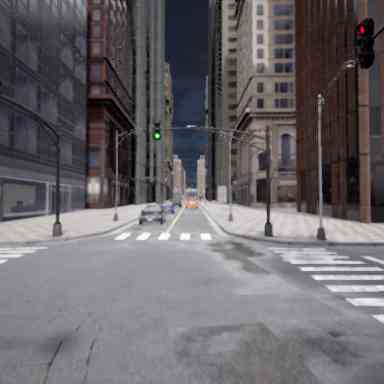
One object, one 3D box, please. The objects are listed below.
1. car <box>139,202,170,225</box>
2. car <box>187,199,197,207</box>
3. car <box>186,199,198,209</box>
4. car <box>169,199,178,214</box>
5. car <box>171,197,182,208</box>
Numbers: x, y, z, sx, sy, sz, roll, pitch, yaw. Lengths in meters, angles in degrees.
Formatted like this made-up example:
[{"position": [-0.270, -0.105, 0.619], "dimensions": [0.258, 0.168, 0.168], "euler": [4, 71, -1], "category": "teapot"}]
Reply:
[{"position": [-3.093, 1.797, 26.830], "dimensions": [1.812, 1.442, 4.674], "euler": [0, 0, 0], "category": "car"}, {"position": [0.003, 2.185, 66.671], "dimensions": [1.882, 1.535, 5.008], "euler": [0, -1, 0], "category": "car"}, {"position": [0.004, 1.946, 56.607], "dimensions": [2.097, 1.767, 4.553], "euler": [0, -1, 0], "category": "car"}, {"position": [-3.083, 1.945, 40.928], "dimensions": [1.812, 1.442, 4.674], "euler": [0, 0, 0], "category": "car"}, {"position": [-2.999, 1.856, 61.400], "dimensions": [2.150, 2.045, 5.566], "euler": [0, -1, 0], "category": "car"}]
